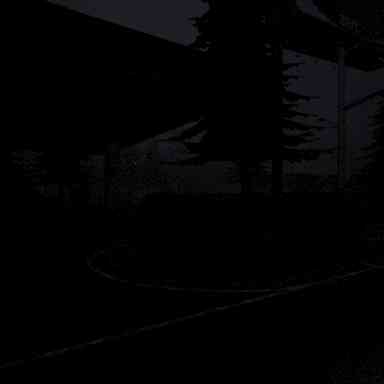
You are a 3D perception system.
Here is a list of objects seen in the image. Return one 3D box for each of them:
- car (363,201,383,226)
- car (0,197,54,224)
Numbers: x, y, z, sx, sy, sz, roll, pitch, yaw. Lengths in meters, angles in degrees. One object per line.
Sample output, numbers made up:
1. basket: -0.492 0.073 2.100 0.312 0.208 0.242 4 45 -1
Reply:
1. car: 11.394 1.317 21.322 2.128 1.511 4.902 0 1 -36
2. car: -11.953 1.313 23.482 3.866 1.878 1.905 0 0 -36
